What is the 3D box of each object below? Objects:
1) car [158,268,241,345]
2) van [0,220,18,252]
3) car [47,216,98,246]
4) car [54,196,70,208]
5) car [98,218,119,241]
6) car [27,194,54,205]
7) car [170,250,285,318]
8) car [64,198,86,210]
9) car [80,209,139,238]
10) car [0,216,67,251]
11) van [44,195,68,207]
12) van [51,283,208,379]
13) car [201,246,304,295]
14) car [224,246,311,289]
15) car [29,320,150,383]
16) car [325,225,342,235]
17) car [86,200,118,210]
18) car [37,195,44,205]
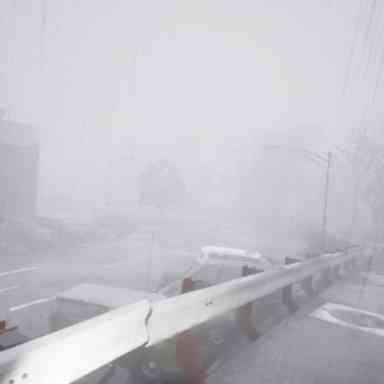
[{"bbox_3d":[-0.424,4.255,12.759,4.553,1.767,2.185,5,2,13],"label":"car"},{"bbox_3d":[-14.503,3.055,22.380,4.442,1.987,1.878,3,1,13],"label":"van"},{"bbox_3d":[-11.097,3.112,27.293,5.566,2.045,2.435,3,1,13],"label":"car"},{"bbox_3d":[-20.960,2.054,57.181,2.002,1.452,4.674,3,2,15],"label":"car"},{"bbox_3d":[-9.483,3.429,29.778,4.792,1.488,2.163,3,1,13],"label":"car"},{"bbox_3d":[-28.330,1.312,62.307,2.185,1.767,4.553,3,2,15],"label":"car"},{"bbox_3d":[1.192,4.164,15.286,5.566,2.045,2.435,5,2,13],"label":"car"},{"bbox_3d":[-18.447,2.199,55.648,1.946,1.575,5.366,3,2,15],"label":"car"},{"bbox_3d":[-7.893,3.183,32.228,5.566,2.045,2.435,3,1,14],"label":"car"},{"bbox_3d":[-12.730,3.074,24.825,5.566,2.045,2.435,3,1,13],"label":"car"},{"bbox_3d":[-23.424,1.599,58.779,1.878,1.987,4.442,4,2,15],"label":"van"},{"bbox_3d":[-1.999,4.123,10.226,4.442,1.987,1.878,5,2,13],"label":"van"},{"bbox_3d":[2.913,4.206,17.817,5.566,2.045,2.435,5,2,13],"label":"car"},{"bbox_3d":[4.558,4.524,20.350,4.792,1.488,2.163,5,2,14],"label":"car"},{"bbox_3d":[-3.789,4.303,7.729,4.892,1.521,2.231,5,2,13],"label":"car"},{"bbox_3d":[15.438,4.563,40.021,1.895,1.301,4.718,3,-1,-25],"label":"car"},{"bbox_3d":[-13.556,2.342,52.003,2.435,2.045,5.566,4,2,15],"label":"car"},{"bbox_3d":[-25.859,1.630,60.624,2.097,1.535,5.008,4,2,15],"label":"car"}]
